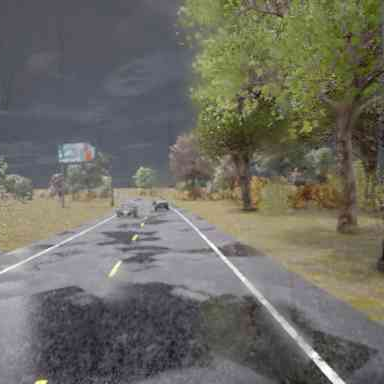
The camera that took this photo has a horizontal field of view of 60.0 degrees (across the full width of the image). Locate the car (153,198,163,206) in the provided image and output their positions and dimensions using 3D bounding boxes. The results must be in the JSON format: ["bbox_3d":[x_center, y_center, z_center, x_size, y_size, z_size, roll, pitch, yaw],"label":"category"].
[{"bbox_3d":[-6.644,1.920,64.681,1.895,1.301,4.718,-2,0,-8],"label":"car"}]

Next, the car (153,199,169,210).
[{"bbox_3d":[-4.250,1.749,46.511,1.812,1.442,4.674,-2,0,-7],"label":"car"}]

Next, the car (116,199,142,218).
[{"bbox_3d":[-6.491,1.784,33.703,2.128,1.511,4.902,-2,0,-6],"label":"car"}]
